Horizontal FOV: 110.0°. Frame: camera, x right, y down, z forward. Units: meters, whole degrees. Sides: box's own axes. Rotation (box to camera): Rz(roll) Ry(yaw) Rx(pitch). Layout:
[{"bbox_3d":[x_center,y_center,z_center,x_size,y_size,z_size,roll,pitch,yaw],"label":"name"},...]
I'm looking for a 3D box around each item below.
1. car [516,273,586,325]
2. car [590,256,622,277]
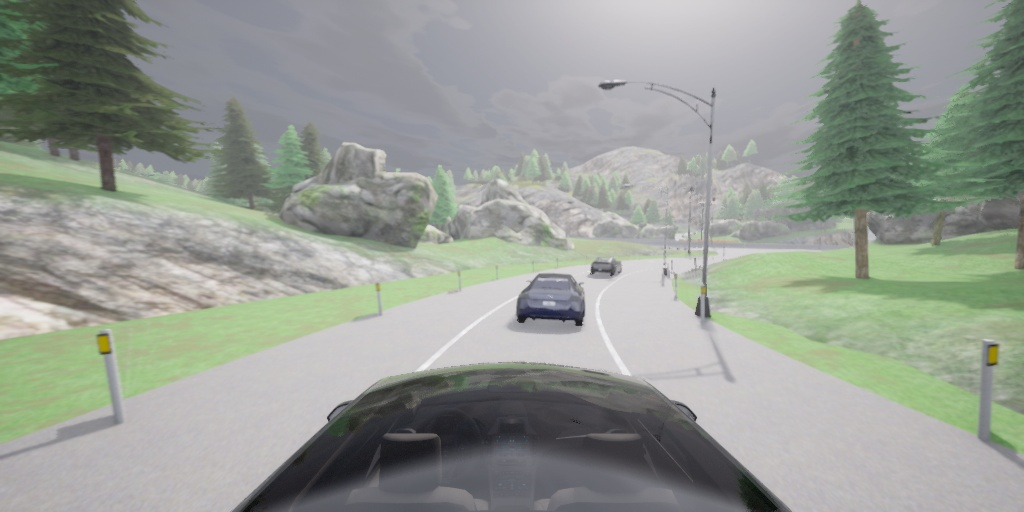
[{"bbox_3d":[1.393,1.248,11.758,1.994,1.385,4.181,1,1,11],"label":"car"},{"bbox_3d":[7.856,0.791,29.664,2.128,1.511,4.902,3,3,27],"label":"car"}]
